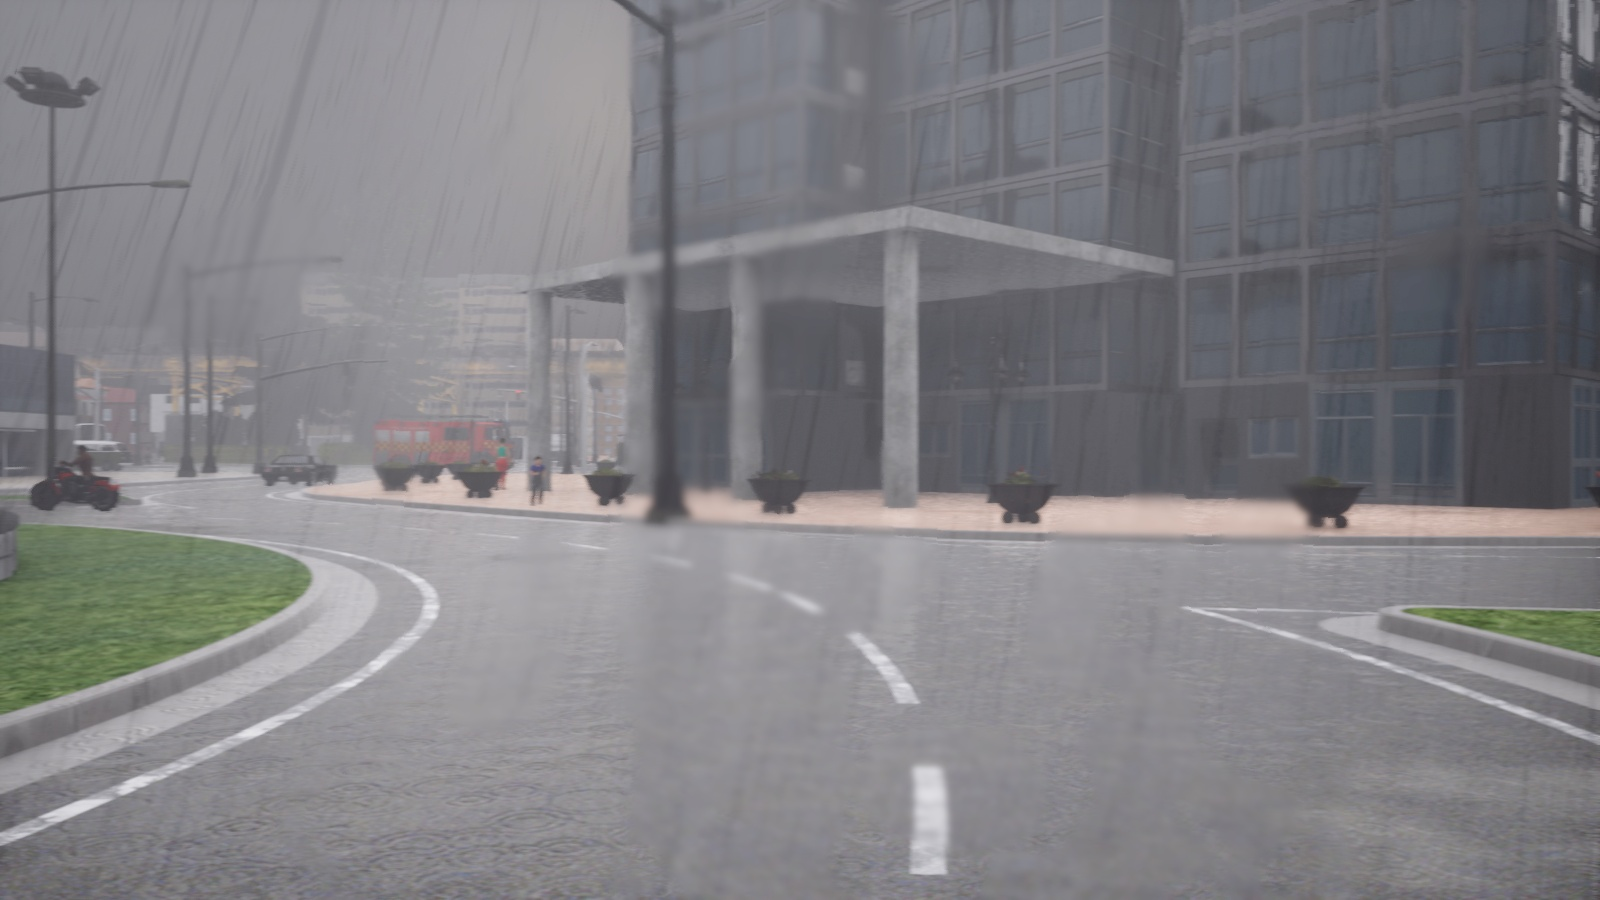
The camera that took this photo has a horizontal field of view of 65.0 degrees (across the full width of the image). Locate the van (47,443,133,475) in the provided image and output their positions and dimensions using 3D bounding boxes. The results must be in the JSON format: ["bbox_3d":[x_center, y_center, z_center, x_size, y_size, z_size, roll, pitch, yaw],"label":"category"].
[{"bbox_3d":[-46.786,0.585,82.872,4.480,2.038,2.069,0,0,-4],"label":"van"}]

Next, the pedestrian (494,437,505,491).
[{"bbox_3d":[-10.294,0.483,43.015,0.345,1.836,0.594,0,0,-10],"label":"pedestrian"}]

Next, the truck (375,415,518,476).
[{"bbox_3d":[-22.706,-0.264,81.083,8.468,3.827,2.891,0,0,-4],"label":"truck"}]

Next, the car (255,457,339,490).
[{"bbox_3d":[-20.971,0.938,52.587,1.895,1.301,4.718,0,0,-4],"label":"car"}]

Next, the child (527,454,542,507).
[{"bbox_3d":[-6.376,0.725,30.162,0.270,1.263,0.437,0,0,-25],"label":"child"}]

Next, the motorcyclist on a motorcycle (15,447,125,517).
[{"bbox_3d":[-17.564,0.756,30.207,2.350,1.649,0.766,0,0,11],"label":"motorcyclist on a motorcycle"}]
